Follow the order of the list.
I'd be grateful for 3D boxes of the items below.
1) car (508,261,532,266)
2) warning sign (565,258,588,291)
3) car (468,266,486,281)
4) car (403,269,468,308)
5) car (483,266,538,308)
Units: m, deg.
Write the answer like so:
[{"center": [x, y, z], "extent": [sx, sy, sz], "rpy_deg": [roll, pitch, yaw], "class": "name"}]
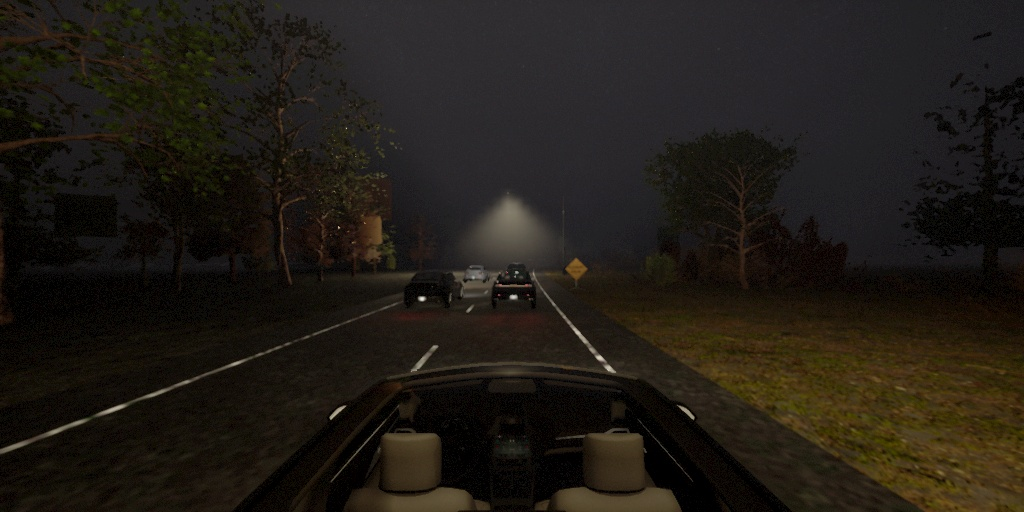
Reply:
[{"center": [0.440, 1.366, 30.833], "extent": [2.097, 1.767, 4.553], "rpy_deg": [0, -1, 2], "class": "car"}, {"center": [3.730, 1.039, 20.740], "extent": [1.300, 1.860, 1.060], "rpy_deg": [0, 0, 1], "class": "warning sign"}, {"center": [-3.045, 1.546, 31.233], "extent": [1.812, 1.442, 4.674], "rpy_deg": [0, 0, 2], "class": "car"}, {"center": [-3.397, 1.391, 16.143], "extent": [1.837, 1.490, 4.892], "rpy_deg": [0, 0, 1], "class": "car"}, {"center": [0.103, 1.374, 16.085], "extent": [2.128, 1.511, 4.902], "rpy_deg": [0, 0, 1], "class": "car"}]
